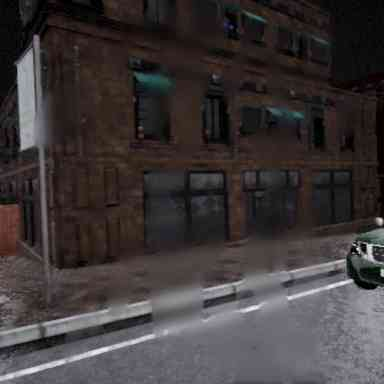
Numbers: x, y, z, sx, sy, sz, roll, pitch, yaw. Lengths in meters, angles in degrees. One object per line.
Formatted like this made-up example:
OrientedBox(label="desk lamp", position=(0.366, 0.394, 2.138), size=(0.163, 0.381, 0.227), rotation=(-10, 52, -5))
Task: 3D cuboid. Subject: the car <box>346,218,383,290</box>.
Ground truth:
OrientedBox(label="car", position=(6.036, 1.221, 7.968), size=(5.566, 2.045, 2.150), rotation=(0, 0, -35))
